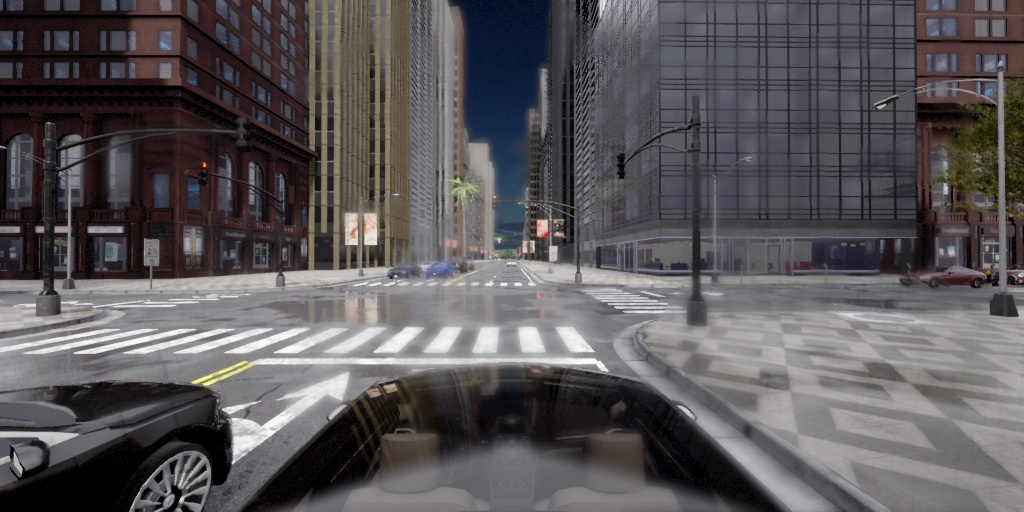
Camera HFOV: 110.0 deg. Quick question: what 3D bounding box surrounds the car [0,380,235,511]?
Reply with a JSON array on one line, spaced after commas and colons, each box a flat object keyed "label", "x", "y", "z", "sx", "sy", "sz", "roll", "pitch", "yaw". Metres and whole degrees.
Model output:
[{"label": "car", "x": -3.138, "y": 1.241, "z": 0.908, "sx": 2.128, "sy": 1.511, "sz": 4.902, "roll": 0, "pitch": 0, "yaw": -1}]

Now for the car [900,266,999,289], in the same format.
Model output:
[{"label": "car", "x": 26.435, "y": 1.275, "z": 21.994, "sx": 4.207, "sy": 1.307, "sz": 1.802, "roll": 0, "pitch": 0, "yaw": -1}]

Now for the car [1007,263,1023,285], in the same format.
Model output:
[{"label": "car", "x": 32.073, "y": 1.117, "z": 22.090, "sx": 4.097, "sy": 1.591, "sz": 1.967, "roll": 0, "pitch": 0, "yaw": -1}]

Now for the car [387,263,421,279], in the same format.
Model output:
[{"label": "car", "x": -9.863, "y": 1.361, "z": 33.518, "sx": 2.033, "sy": 1.411, "sz": 5.357, "roll": 0, "pitch": 0, "yaw": 3}]

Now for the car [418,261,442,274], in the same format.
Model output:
[{"label": "car", "x": -9.913, "y": 1.371, "z": 43.705, "sx": 1.812, "sy": 1.442, "sz": 4.674, "roll": 0, "pitch": 0, "yaw": 0}]

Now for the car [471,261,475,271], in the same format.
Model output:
[{"label": "car", "x": -6.657, "y": 1.411, "z": 53.946, "sx": 1.812, "sy": 1.442, "sz": 4.674, "roll": 0, "pitch": 0, "yaw": 0}]

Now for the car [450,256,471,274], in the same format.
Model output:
[{"label": "car", "x": -6.659, "y": 1.067, "z": 43.656, "sx": 2.150, "sy": 2.045, "sz": 5.566, "roll": 0, "pitch": 0, "yaw": 0}]

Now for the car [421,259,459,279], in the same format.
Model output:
[{"label": "car", "x": -6.643, "y": 1.291, "z": 33.548, "sx": 1.882, "sy": 1.535, "sz": 5.008, "roll": 0, "pitch": 0, "yaw": 2}]
